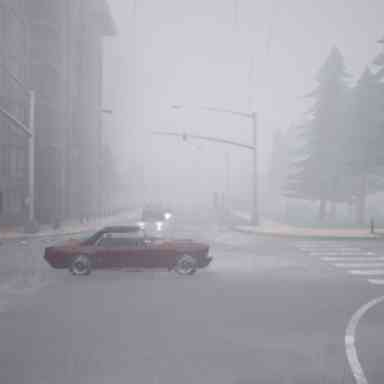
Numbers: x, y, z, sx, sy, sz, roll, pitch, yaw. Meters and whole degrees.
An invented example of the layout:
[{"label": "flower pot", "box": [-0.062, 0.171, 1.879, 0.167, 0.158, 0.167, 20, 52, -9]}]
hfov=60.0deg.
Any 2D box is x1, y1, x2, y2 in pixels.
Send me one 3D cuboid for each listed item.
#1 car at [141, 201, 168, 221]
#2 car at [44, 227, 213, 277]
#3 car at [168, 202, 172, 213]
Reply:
[{"label": "car", "box": [-3.645, 1.856, 31.913, 1.882, 1.535, 5.008, 0, -1, 0]}, {"label": "car", "box": [-1.750, 1.729, 10.070, 4.718, 1.301, 1.895, 0, -1, -2]}, {"label": "car", "box": [-3.663, 2.021, 44.743, 2.128, 1.511, 4.902, 0, -1, 0]}]
